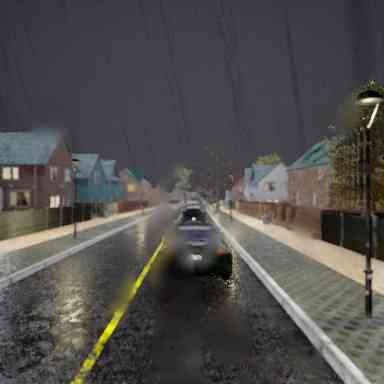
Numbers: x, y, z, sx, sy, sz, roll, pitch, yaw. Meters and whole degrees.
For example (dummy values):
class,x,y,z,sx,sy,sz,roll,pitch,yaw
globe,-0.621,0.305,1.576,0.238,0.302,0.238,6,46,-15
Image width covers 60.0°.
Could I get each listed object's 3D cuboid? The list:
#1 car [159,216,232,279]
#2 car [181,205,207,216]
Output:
class,x,y,z,sx,sy,sz,roll,pitch,yaw
car,0.099,1.668,10.419,1.994,1.385,4.181,0,-1,0
car,0.165,1.820,27.708,1.837,1.490,4.892,0,-1,1
